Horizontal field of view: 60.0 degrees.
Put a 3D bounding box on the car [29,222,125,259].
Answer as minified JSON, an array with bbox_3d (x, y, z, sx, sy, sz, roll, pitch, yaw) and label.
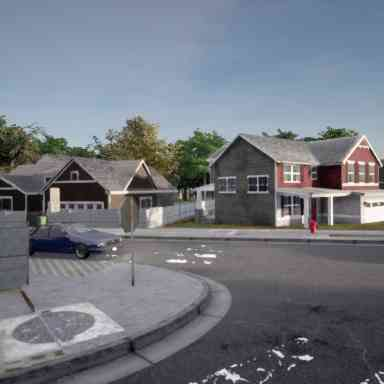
[{"bbox_3d":[-5.760,2.087,15.010,5.357,1.411,2.033,-2,0,21],"label":"car"}]
